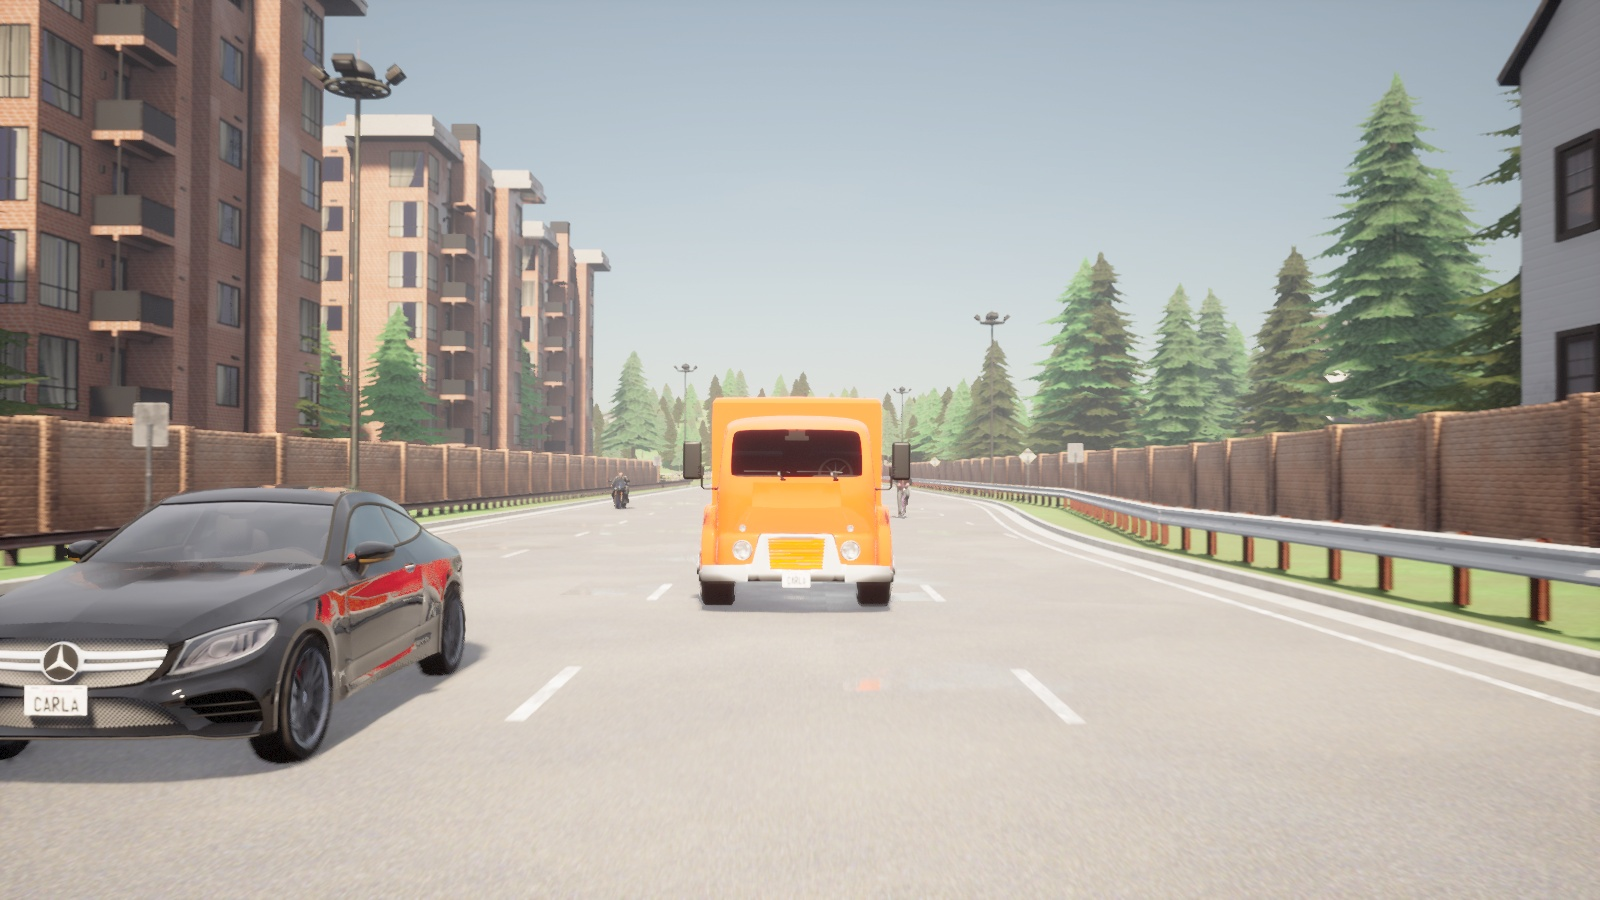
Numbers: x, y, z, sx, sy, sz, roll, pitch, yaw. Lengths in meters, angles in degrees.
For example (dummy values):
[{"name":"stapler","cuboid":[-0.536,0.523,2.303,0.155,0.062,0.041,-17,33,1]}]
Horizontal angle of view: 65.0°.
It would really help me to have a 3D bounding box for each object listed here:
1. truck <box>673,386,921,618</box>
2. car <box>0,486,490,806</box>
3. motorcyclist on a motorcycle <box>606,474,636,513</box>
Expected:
[{"name":"truck","cuboid":[-0.041,0.595,15.980,2.627,2.467,5.204,0,-1,0]},{"name":"car","cuboid":[-3.514,0.992,8.257,1.812,1.442,4.674,0,-1,0]},{"name":"motorcyclist on a motorcycle","cuboid":[-7.122,1.715,50.065,0.866,1.530,2.191,0,-1,0]}]
